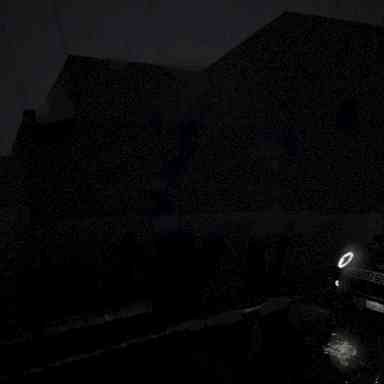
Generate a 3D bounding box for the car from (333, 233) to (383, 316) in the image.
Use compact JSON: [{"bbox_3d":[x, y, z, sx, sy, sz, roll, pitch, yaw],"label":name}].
[{"bbox_3d":[4.975,1.296,6.683,4.553,1.767,2.097,0,1,-31],"label":"car"}]
